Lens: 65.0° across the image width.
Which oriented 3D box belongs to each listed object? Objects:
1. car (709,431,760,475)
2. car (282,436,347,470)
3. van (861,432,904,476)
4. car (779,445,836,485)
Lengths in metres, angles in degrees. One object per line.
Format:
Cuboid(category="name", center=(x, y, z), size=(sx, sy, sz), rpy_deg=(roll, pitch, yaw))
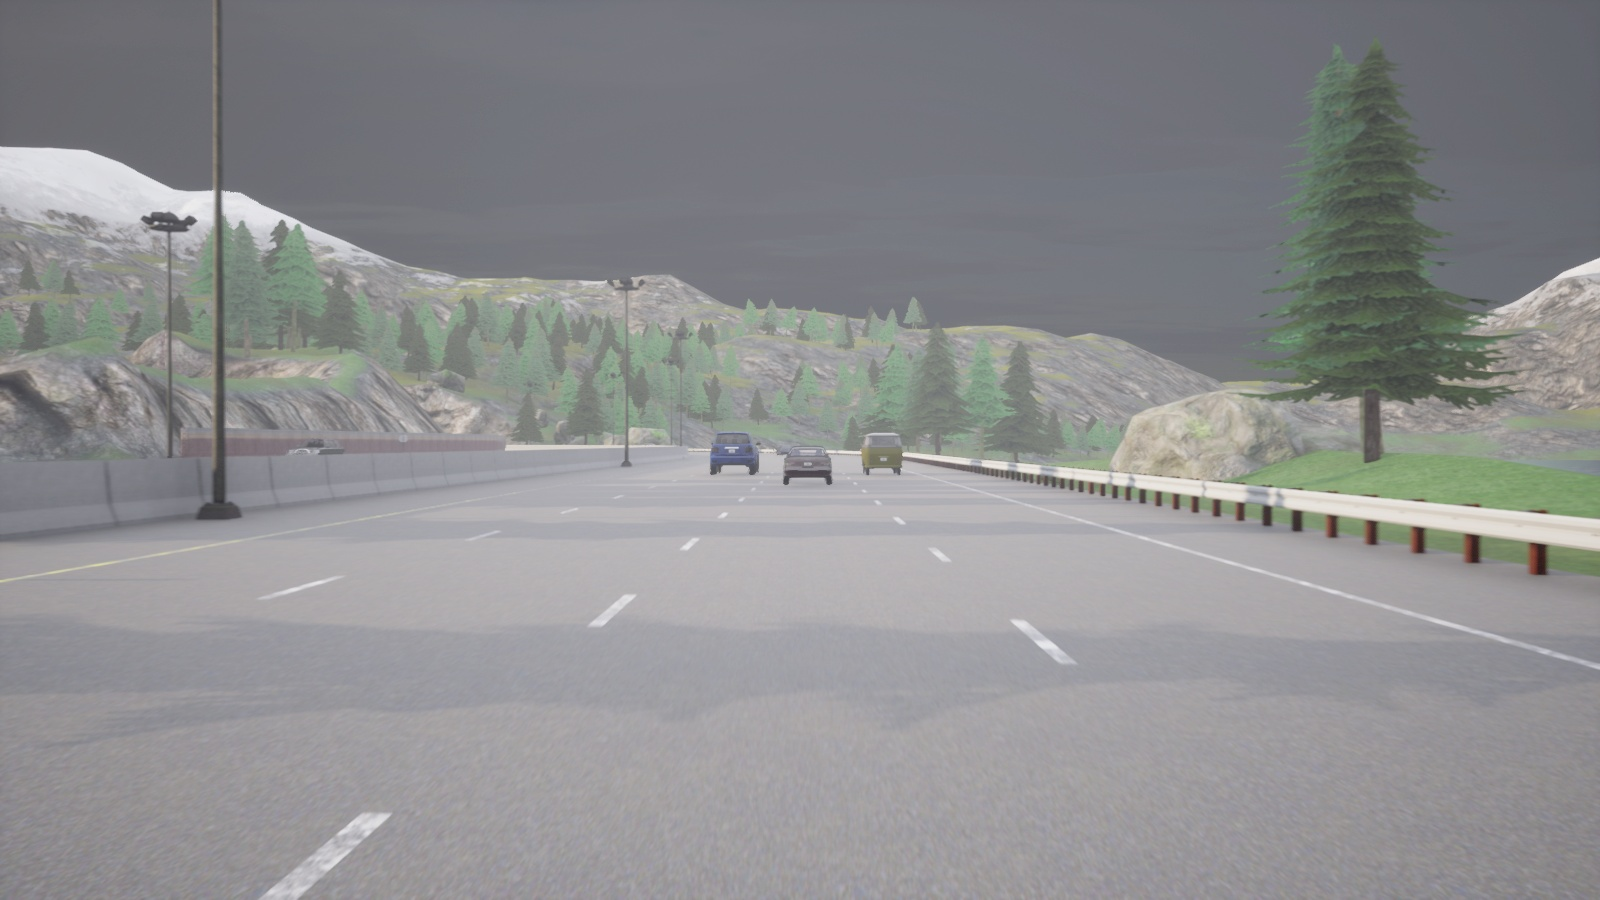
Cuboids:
Cuboid(category="car", center=(-3.135, 0.124, 60.796), size=(2.150, 2.045, 5.566), rpy_deg=(0, 0, 0))
Cuboid(category="car", center=(-27.576, 0.142, 71.512), size=(1.932, 1.855, 4.605), rpy_deg=(0, 0, 0))
Cuboid(category="van", center=(3.858, 0.169, 59.571), size=(1.775, 1.987, 4.442), rpy_deg=(0, 0, 0))
Cuboid(category="car", center=(0.286, 0.531, 47.248), size=(2.033, 1.411, 5.357), rpy_deg=(0, 0, 0))
